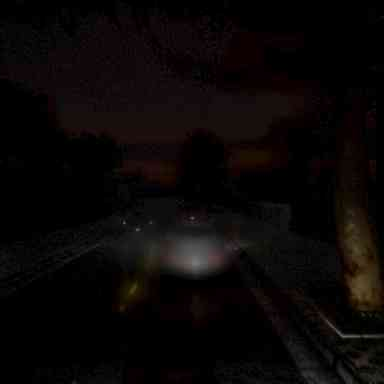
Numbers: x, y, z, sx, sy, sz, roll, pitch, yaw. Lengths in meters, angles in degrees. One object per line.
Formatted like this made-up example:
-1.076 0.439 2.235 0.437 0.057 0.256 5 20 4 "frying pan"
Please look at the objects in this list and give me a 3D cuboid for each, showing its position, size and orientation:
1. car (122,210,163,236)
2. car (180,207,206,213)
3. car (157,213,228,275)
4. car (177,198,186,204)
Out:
-2.831 1.795 19.901 1.895 1.301 4.718 0 -1 0 "car"
0.098 1.794 23.934 1.994 1.385 4.181 0 -1 0 "car"
0.097 1.633 10.771 1.812 1.442 4.674 0 -1 0 "car"
-2.585 2.215 83.204 1.837 1.490 4.892 0 0 1 "car"
